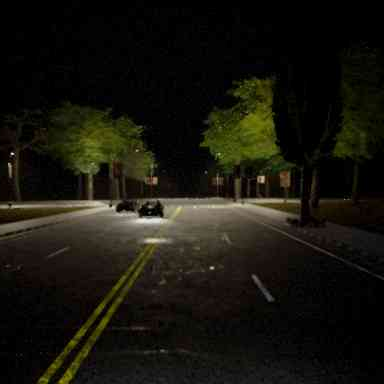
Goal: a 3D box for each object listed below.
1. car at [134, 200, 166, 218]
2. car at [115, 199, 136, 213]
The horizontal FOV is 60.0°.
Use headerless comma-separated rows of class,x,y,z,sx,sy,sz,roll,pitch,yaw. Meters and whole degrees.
car,-3.343,1.459,28.350,1.994,1.385,4.181,0,0,0
car,-6.583,1.424,34.873,2.033,1.411,5.357,0,0,0
